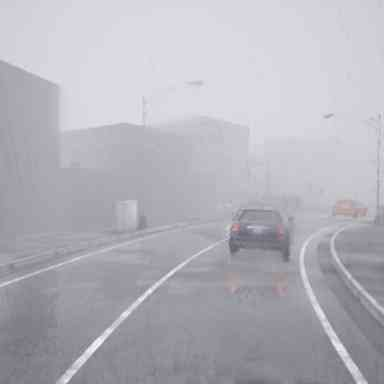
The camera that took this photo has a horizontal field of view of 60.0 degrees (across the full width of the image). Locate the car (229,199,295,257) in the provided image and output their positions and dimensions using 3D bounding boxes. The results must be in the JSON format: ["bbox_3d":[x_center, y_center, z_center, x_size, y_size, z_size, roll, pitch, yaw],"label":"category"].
[{"bbox_3d":[2.959,1.353,13.363,2.097,1.767,4.553,1,0,20],"label":"car"}]

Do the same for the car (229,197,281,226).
[{"bbox_3d":[4.703,1.325,24.419,2.097,1.767,4.553,1,1,34],"label":"car"}]

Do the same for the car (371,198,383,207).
[{"bbox_3d":[31.171,1.742,54.969,1.882,1.535,5.008,2,1,43],"label":"car"}]

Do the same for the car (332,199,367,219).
[{"bbox_3d":[15.000,1.475,31.483,2.097,1.767,4.553,2,1,41],"label":"car"}]
